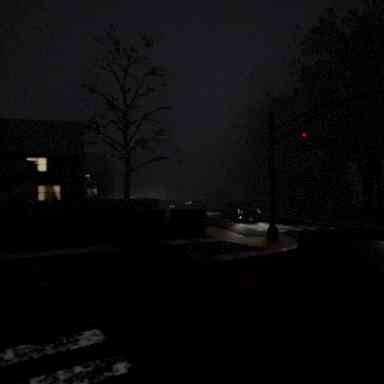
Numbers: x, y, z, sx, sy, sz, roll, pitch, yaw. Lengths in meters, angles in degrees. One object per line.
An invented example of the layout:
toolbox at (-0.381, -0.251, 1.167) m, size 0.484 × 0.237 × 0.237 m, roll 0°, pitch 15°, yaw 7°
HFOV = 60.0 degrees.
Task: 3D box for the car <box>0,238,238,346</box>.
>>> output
car at (-1.431, 1.645, 6.517) m, size 4.718 × 1.301 × 1.895 m, roll 1°, pitch -1°, yaw -35°

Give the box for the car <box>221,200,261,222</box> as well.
car at (4.057, 1.527, 28.094) m, size 2.097 × 1.767 × 4.553 m, roll -1°, pitch 0°, yaw -15°

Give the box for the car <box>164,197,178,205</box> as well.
car at (-3.859, 1.645, 58.705) m, size 1.812 × 1.442 × 4.674 m, roll -1°, pitch 0°, yaw -14°

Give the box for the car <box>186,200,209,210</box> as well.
car at (0.494, 1.697, 41.784) m, size 2.033 × 1.411 × 5.357 m, roll -1°, pitch 0°, yaw -15°
